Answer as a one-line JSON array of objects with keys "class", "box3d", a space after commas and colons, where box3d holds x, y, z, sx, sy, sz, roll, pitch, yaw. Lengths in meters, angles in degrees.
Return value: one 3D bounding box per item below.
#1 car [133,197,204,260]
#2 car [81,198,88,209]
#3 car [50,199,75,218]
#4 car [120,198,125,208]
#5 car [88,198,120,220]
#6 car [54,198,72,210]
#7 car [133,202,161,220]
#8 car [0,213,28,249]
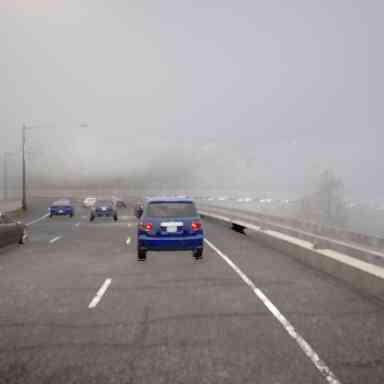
[{"class": "car", "box3d": [-0.901, 1.215, 12.638, 2.150, 2.045, 5.566, 0, 0, -6]}, {"class": "car", "box3d": [-14.343, 1.557, 46.713, 1.812, 1.442, 4.674, 0, 0, -26]}, {"class": "car", "box3d": [-12.028, 1.509, 31.034, 1.882, 1.535, 5.008, 0, 0, -17]}, {"class": "car", "box3d": [-10.767, 1.540, 47.329, 1.812, 1.442, 4.674, 0, 0, -25]}, {"class": "car", "box3d": [-7.527, 1.366, 28.405, 2.097, 1.767, 4.553, 0, 0, -15]}, {"class": "car", "box3d": [-17.808, 1.611, 45.835, 1.994, 1.385, 4.181, 0, 0, -26]}, {"class": "car", "box3d": [-4.017, 1.598, 29.072, 1.895, 1.301, 4.718, 0, 0, -15]}, {"class": "car", "box3d": [-7.907, 1.531, 12.724, 1.837, 1.490, 4.892, 0, 0, -7]}]
